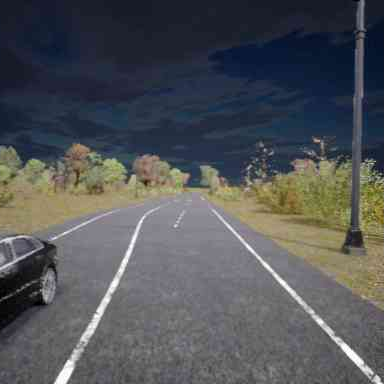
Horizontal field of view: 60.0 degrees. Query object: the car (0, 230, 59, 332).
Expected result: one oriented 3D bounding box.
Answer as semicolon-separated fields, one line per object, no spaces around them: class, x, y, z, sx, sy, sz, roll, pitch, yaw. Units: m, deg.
car;-3.518;1.384;4.903;2.128;1.511;4.902;2;0;-4
